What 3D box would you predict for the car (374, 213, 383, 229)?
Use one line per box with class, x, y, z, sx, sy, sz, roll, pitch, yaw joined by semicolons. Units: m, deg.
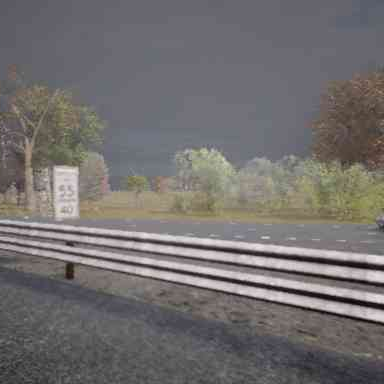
car;13.701;1.525;20.283;4.553;1.767;2.097;0;0;17
